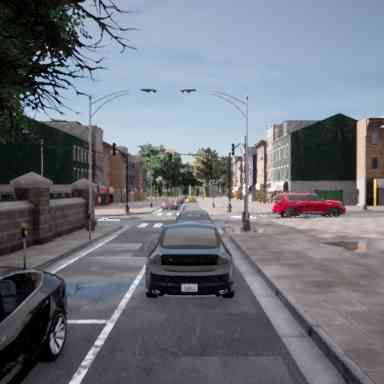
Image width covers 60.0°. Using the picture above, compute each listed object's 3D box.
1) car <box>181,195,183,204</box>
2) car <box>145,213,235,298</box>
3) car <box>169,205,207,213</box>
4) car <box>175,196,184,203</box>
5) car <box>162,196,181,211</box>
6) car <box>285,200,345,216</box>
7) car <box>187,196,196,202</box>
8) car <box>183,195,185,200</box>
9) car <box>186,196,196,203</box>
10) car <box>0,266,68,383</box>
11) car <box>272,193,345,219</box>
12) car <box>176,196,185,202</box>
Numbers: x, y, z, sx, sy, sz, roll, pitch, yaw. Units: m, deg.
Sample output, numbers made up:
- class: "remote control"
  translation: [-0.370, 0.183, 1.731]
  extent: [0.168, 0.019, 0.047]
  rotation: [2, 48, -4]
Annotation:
- class: "car"
  translation: [-2.706, 1.478, 46.950]
  extent: [1.967, 1.590, 4.097]
  rotation: [-1, 0, 0]
- class: "car"
  translation: [-0.033, 1.503, 8.491]
  extent: [1.837, 1.490, 4.892]
  rotation: [0, 0, 0]
- class: "car"
  translation: [0.079, 1.549, 15.936]
  extent: [2.033, 1.411, 5.357]
  rotation: [0, 0, 0]
- class: "car"
  translation: [-2.739, 1.640, 74.123]
  extent: [1.887, 1.381, 4.507]
  rotation: [-1, 0, 0]
- class: "car"
  translation: [-2.699, 1.469, 41.515]
  extent: [1.967, 1.590, 4.097]
  rotation: [-1, 0, 0]
- class: "car"
  translation: [10.920, 1.422, 29.802]
  extent: [4.718, 1.301, 1.895]
  rotation: [-1, 1, 0]
- class: "car"
  translation: [-0.103, 1.654, 82.105]
  extent: [2.033, 1.411, 5.357]
  rotation: [0, 0, 0]
- class: "car"
  translation: [-2.726, 1.615, 63.253]
  extent: [1.887, 1.381, 4.507]
  rotation: [-1, 0, 0]
- class: "car"
  translation: [-0.079, 1.568, 71.670]
  extent: [1.882, 1.535, 5.008]
  rotation: [0, 0, 0]
- class: "car"
  translation: [-2.648, 1.565, 3.195]
  extent: [1.947, 1.339, 4.313]
  rotation: [-1, 0, 0]
- class: "car"
  translation: [9.278, 1.091, 26.848]
  extent: [5.566, 2.045, 2.150]
  rotation: [-1, 1, 0]
- class: "car"
  translation: [-2.746, 1.674, 79.558]
  extent: [1.947, 1.339, 4.313]
  rotation: [-1, 0, 0]
